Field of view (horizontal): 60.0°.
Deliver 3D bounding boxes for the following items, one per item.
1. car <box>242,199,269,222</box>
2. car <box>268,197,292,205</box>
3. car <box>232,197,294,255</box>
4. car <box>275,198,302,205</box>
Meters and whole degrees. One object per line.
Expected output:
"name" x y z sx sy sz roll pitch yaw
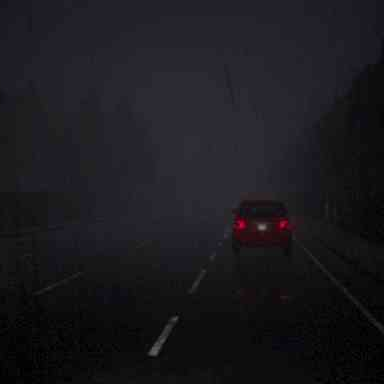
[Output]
"car" 5.484 1.535 28.748 2.097 1.767 4.553 -1 -1 10
"car" 19.489 1.945 73.677 4.902 1.511 2.128 0 -1 -26
"car" 2.847 1.305 13.924 2.150 2.045 5.566 -1 0 10
"car" 20.414 1.923 70.244 5.357 1.411 2.033 0 -1 -26
